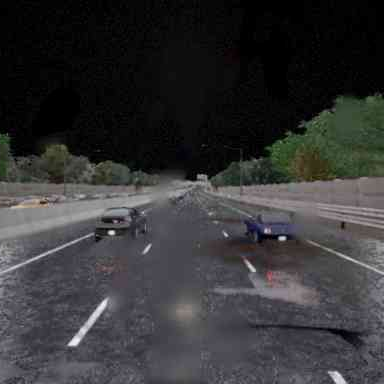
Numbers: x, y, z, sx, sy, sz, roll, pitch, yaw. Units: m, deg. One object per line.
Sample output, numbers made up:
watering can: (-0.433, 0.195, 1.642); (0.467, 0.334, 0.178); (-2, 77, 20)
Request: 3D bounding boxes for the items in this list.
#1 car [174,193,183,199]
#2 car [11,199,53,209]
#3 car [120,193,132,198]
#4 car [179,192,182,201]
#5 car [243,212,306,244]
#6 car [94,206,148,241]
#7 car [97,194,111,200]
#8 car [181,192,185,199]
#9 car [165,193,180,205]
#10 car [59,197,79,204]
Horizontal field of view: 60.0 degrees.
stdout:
car: (-3.482, 1.141, 88.823); (2.163, 1.488, 4.792); (0, 0, 0)
car: (-14.078, 1.412, 29.520); (1.882, 1.535, 5.008); (0, 0, 0)
car: (-13.986, 1.027, 70.905); (1.882, 1.535, 5.008); (0, 0, 0)
car: (-3.486, 1.312, 66.792); (1.812, 1.442, 4.674); (0, 0, 0)
car: (3.604, 1.570, 15.491); (1.895, 1.301, 4.718); (0, 0, 0)
car: (-3.396, 1.472, 16.486); (1.837, 1.490, 4.892); (0, 0, 0)
car: (-17.486, 1.248, 66.262); (1.837, 1.490, 4.892); (0, 0, 0)
car: (-3.484, 1.218, 77.822); (2.163, 1.488, 4.792); (0, 0, 0)
car: (-3.488, 1.349, 55.791); (1.837, 1.490, 4.892); (0, 0, 0)
car: (-21.009, 1.440, 57.028); (1.895, 1.301, 4.718); (0, 0, 1)
